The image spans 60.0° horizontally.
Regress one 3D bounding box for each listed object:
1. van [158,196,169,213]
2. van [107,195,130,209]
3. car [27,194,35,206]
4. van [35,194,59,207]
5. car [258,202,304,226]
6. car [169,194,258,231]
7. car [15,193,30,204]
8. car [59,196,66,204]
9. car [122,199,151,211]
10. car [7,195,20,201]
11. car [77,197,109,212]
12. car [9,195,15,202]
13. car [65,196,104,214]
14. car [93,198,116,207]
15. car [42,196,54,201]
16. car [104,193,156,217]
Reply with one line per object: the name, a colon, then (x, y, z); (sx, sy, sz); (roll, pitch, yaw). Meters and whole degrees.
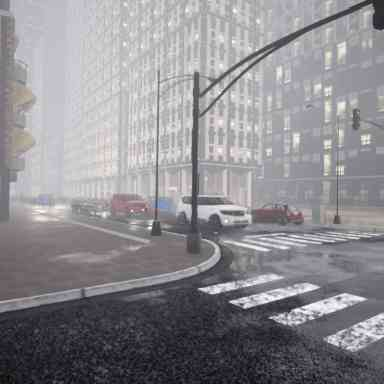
van: (-3.885, 1.381, 37.781); (1.690, 1.788, 3.998); (1, -1, -35)
van: (-10.387, 1.367, 47.019); (1.690, 1.788, 3.998); (1, -1, -35)
car: (-23.746, 1.431, 51.430); (1.802, 1.307, 4.206); (1, -1, -35)
van: (-20.491, 1.196, 46.814); (1.690, 1.788, 3.998); (1, -1, -35)
car: (5.869, 1.505, 23.923); (1.967, 1.590, 4.097); (1, -1, -35)
car: (1.145, 1.176, 20.581); (2.150, 2.045, 5.566); (1, -1, -35)
car: (-30.245, 1.154, 60.671); (2.192, 1.841, 5.009); (1, -1, -35)
car: (-23.978, 1.433, 61.818); (1.882, 1.535, 5.008); (1, -1, -35)
car: (-7.140, 1.584, 42.397); (2.008, 1.369, 4.403); (1, -1, -35)
car: (-40.003, 1.377, 74.525); (2.008, 1.369, 4.403); (1, -1, -35)
car: (-11.524, 1.412, 38.592); (2.128, 1.511, 4.902); (1, -1, -35)
car: (-36.752, 1.396, 69.906); (1.947, 1.339, 4.313); (1, -1, -35)
car: (-10.740, 1.426, 32.956); (2.008, 1.369, 4.403); (1, -1, -35)
car: (-13.643, 1.586, 51.635); (1.947, 1.339, 4.313); (1, -1, -35)
car: (-36.405, 1.569, 83.966); (1.802, 1.307, 4.206); (1, -1, -35)
car: (-5.687, 1.155, 30.289); (2.150, 2.045, 5.566); (1, -1, -35)
